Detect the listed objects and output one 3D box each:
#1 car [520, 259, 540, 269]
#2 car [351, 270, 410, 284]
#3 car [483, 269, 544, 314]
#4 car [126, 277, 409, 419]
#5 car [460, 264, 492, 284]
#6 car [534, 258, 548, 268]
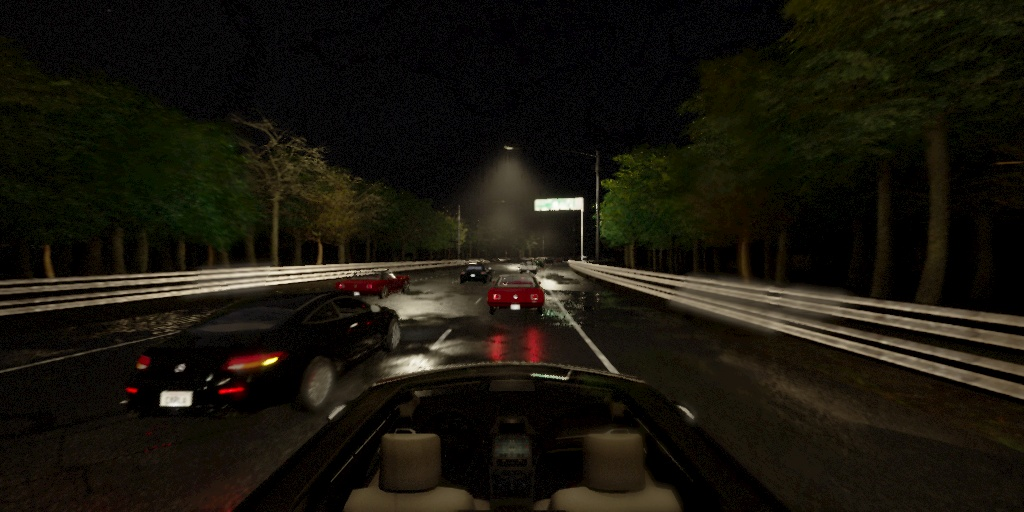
[{"bbox_3d":[1.941,1.361,40.866,1.895,1.301,4.718,0,0,6],"label":"car"},{"bbox_3d":[-6.595,1.343,17.621,1.895,1.301,4.718,0,0,2],"label":"car"},{"bbox_3d":[0.186,1.358,13.801,1.895,1.301,4.718,0,0,2],"label":"car"},{"bbox_3d":[-3.355,1.271,5.918,1.812,1.442,4.674,0,0,1],"label":"car"},{"bbox_3d":[-2.578,1.316,26.792,1.994,1.385,4.181,0,0,4],"label":"car"},{"bbox_3d":[4.582,1.108,62.163,2.097,1.767,4.553,0,0,8],"label":"car"}]
